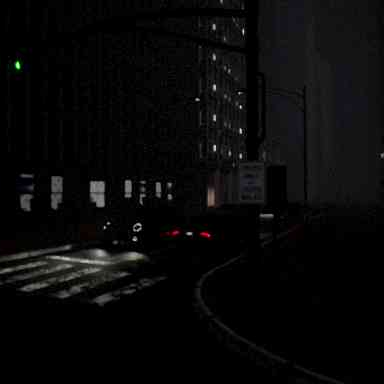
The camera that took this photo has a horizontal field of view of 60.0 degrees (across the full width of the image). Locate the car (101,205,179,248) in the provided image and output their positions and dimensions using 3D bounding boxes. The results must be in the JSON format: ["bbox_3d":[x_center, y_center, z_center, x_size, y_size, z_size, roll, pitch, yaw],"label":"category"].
[{"bbox_3d":[-2.023,1.418,15.240,2.097,1.767,4.553,-1,0,27],"label":"car"}]

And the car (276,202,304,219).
[{"bbox_3d":[8.771,1.595,29.536,1.812,1.442,4.674,-1,0,27],"label":"car"}]

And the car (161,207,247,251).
[{"bbox_3d":[1.051,1.587,14.439,2.033,1.411,5.357,-1,0,27],"label":"car"}]

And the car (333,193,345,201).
[{"bbox_3d":[37.892,1.654,86.480,1.837,1.490,4.892,-1,0,27],"label":"car"}]

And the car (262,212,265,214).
[{"bbox_3d":[9.202,1.612,37.146,1.837,1.490,4.892,-1,0,27],"label":"car"}]

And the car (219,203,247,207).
[{"bbox_3d":[2.938,1.563,24.938,1.882,1.535,5.008,-1,-1,27],"label":"car"}]
